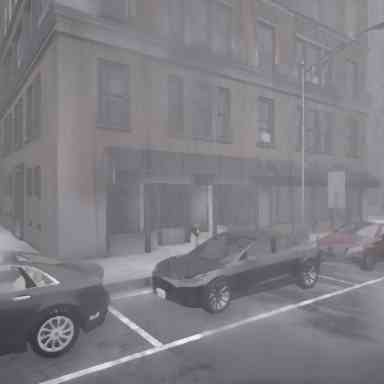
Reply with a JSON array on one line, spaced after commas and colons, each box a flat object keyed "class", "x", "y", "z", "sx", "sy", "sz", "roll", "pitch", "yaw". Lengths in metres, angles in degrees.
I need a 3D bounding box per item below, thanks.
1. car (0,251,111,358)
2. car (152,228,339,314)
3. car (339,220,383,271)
[{"class": "car", "x": -3.311, "y": 1.549, "z": 4.405, "sx": 4.403, "sy": 1.369, "sz": 2.008, "roll": 0, "pitch": 0, "yaw": -35}, {"class": "car", "x": 1.187, "y": 1.564, "z": 7.612, "sx": 4.313, "sy": 1.339, "sz": 1.947, "roll": 0, "pitch": 0, "yaw": -36}, {"class": "car", "x": 5.683, "y": 1.580, "z": 10.820, "sx": 4.206, "sy": 1.307, "sz": 1.802, "roll": 0, "pitch": 0, "yaw": -35}]
